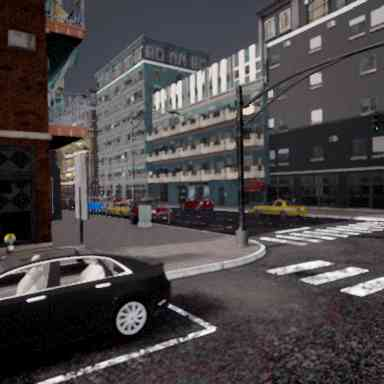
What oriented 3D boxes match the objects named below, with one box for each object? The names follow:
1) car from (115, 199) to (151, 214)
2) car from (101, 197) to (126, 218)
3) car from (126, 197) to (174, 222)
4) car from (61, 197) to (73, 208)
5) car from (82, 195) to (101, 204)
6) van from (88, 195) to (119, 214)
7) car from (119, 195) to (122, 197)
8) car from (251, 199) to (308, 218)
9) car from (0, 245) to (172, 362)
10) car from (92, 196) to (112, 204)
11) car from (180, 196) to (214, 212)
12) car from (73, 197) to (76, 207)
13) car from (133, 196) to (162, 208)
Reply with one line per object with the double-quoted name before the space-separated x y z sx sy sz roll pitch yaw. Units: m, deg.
"car" -6.202 1.471 34.619 1.994 1.385 4.181 -2 1 -36
"car" -6.255 1.495 30.236 1.752 1.417 4.829 -2 1 -36
"car" -3.136 1.396 25.873 1.967 1.590 4.097 -2 1 -36
"car" -19.237 1.472 48.377 1.967 1.590 4.097 -2 1 -36
"car" -18.862 1.384 62.255 2.008 1.369 4.403 -2 1 -36
"van" -9.579 1.327 34.872 1.690 1.788 3.998 -2 1 -36
"car" -12.424 1.240 53.251 1.967 1.590 4.097 -2 1 -36
"car" 6.801 1.235 26.386 1.752 1.417 4.829 -2 1 -36
"car" -2.385 1.541 4.873 4.403 1.369 2.008 -1 0 -35
"car" -15.641 1.382 57.754 1.947 1.339 4.313 -2 1 -36
"car" 0.457 1.178 35.247 1.967 1.590 4.097 -2 1 -36
"car" -17.806 1.522 51.005 2.033 1.411 5.357 -2 1 -36
"car" -5.981 1.319 44.251 2.008 1.369 4.403 -2 1 -36
